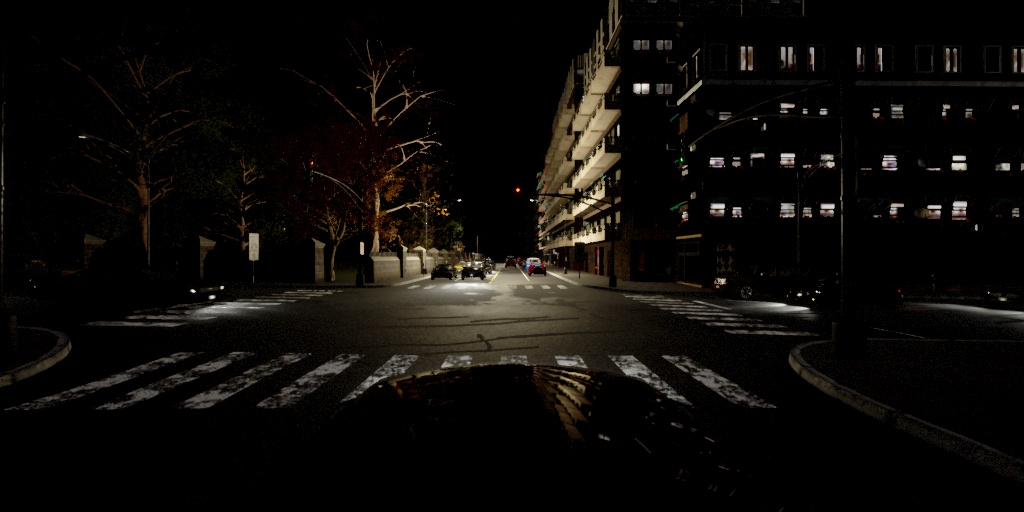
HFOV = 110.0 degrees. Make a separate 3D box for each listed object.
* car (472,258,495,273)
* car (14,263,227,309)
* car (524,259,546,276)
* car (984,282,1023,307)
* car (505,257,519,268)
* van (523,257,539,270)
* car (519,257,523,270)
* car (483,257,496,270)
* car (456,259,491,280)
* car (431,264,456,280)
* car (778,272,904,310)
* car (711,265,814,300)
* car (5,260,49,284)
[{"bbox_3d":[-3.280,1.278,41.351,1.837,1.490,4.892,0,0,0],"label":"car"},{"bbox_3d":[-13.675,1.078,12.982,5.357,1.411,2.033,1,0,-4],"label":"car"},{"bbox_3d":[2.527,1.314,36.893,1.888,1.381,4.507,0,0,0],"label":"car"},{"bbox_3d":[24.950,1.764,16.555,4.674,1.442,1.812,1,0,-1],"label":"car"},{"bbox_3d":[-0.183,1.328,61.737,1.812,1.442,4.674,0,0,0],"label":"car"},{"bbox_3d":[2.500,1.115,42.523,1.690,1.789,3.998,0,0,0],"label":"van"},{"bbox_3d":[2.447,1.229,53.783,1.967,1.591,4.097,0,0,0],"label":"car"},{"bbox_3d":[-3.323,1.278,51.763,2.128,1.511,4.902,0,0,0],"label":"car"},{"bbox_3d":[-3.230,1.255,31.052,2.128,1.511,4.902,0,0,0],"label":"car"},{"bbox_3d":[-5.827,1.330,31.223,1.948,1.339,4.313,0,0,0],"label":"car"},{"bbox_3d":[15.113,1.624,16.410,4.181,1.385,1.994,1,0,-1],"label":"car"},{"bbox_3d":[13.371,1.353,18.973,5.009,1.841,2.192,0,0,-1],"label":"car"},{"bbox_3d":[-24.819,0.882,18.428,4.829,1.417,1.751,0,0,-1],"label":"car"}]
